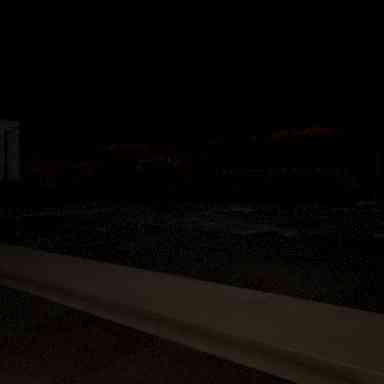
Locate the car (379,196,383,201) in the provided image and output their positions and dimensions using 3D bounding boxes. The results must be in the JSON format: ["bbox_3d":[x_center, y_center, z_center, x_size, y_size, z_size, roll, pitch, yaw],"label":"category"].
[{"bbox_3d":[48.219,1.581,80.835,4.536,1.218,1.853,1,1,-4],"label":"car"}]

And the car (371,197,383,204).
[{"bbox_3d":[37.208,1.580,65.614,1.853,1.218,4.536,1,1,6],"label":"car"}]

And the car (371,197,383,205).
[{"bbox_3d":[37.201,1.738,65.564,2.038,1.542,4.974,1,1,6],"label":"car"}]

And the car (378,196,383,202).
[{"bbox_3d":[48.268,1.740,80.841,4.974,1.542,2.038,1,1,-4],"label":"car"}]
